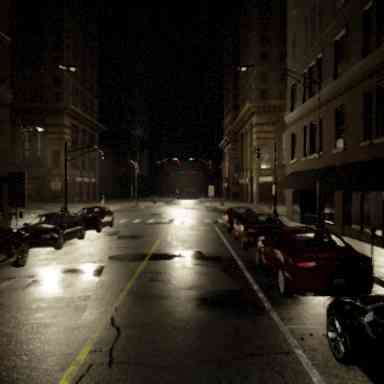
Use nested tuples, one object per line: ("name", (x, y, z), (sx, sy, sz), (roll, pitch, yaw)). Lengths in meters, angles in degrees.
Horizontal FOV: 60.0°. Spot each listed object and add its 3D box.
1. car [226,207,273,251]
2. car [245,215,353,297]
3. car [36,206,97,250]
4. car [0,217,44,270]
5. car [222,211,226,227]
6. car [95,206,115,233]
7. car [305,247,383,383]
("car", (2.752, 1.519, 13.950), (1.887, 1.381, 4.507), (-1, 0, 0))
("car", (2.751, 1.529, 8.445), (1.887, 1.381, 4.507), (-1, 0, 0))
("car", (-5.773, 1.526, 13.951), (2.008, 1.369, 4.403), (-1, 0, 0))
("car", (-5.773, 1.551, 8.446), (1.947, 1.339, 4.313), (-1, 0, 0))
("car", (2.752, 1.510, 19.456), (1.887, 1.381, 4.507), (-1, 0, 0))
("car", (-5.773, 1.510, 19.457), (1.887, 1.381, 4.507), (-1, 0, 0))
("car", (2.751, 1.560, 2.940), (1.947, 1.339, 4.313), (-1, 0, 0))
